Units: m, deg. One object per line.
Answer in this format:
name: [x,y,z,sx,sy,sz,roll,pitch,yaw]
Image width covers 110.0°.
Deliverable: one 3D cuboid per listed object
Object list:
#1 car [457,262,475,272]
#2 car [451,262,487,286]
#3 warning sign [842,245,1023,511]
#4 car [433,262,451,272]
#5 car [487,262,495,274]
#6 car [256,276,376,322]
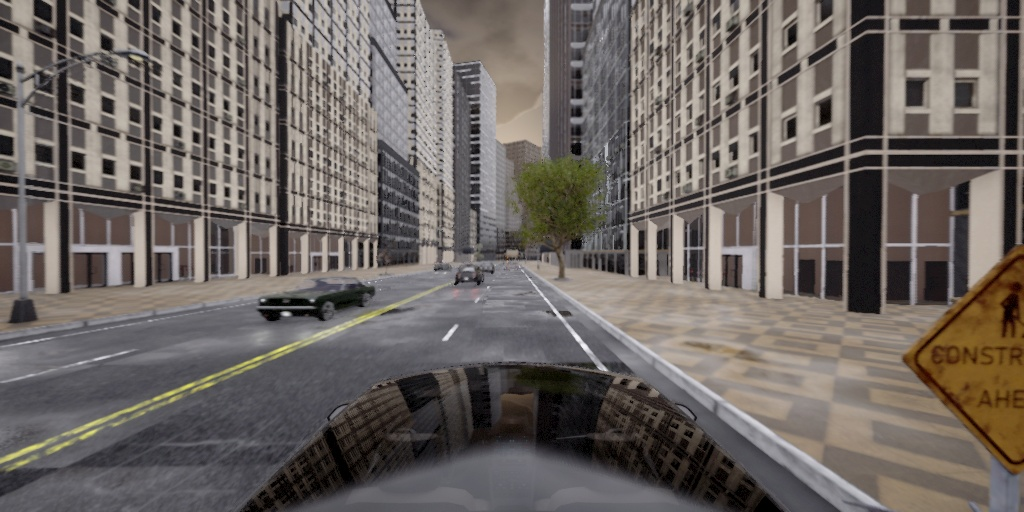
car: [-6.563,1.566,51.215,1.994,1.385,4.181,0,0,0]
car: [-3.146,1.404,26.995,1.812,1.442,4.674,0,0,0]
warning sign: [2.849,0.868,2.085,1.300,1.860,1.060,0,0,0]
car: [-9.811,1.564,51.076,1.994,1.385,4.181,0,0,0]
car: [-3.143,1.522,45.666,2.033,1.411,5.357,0,0,0]
car: [-6.585,1.405,12.674,1.895,1.301,4.718,0,0,0]
